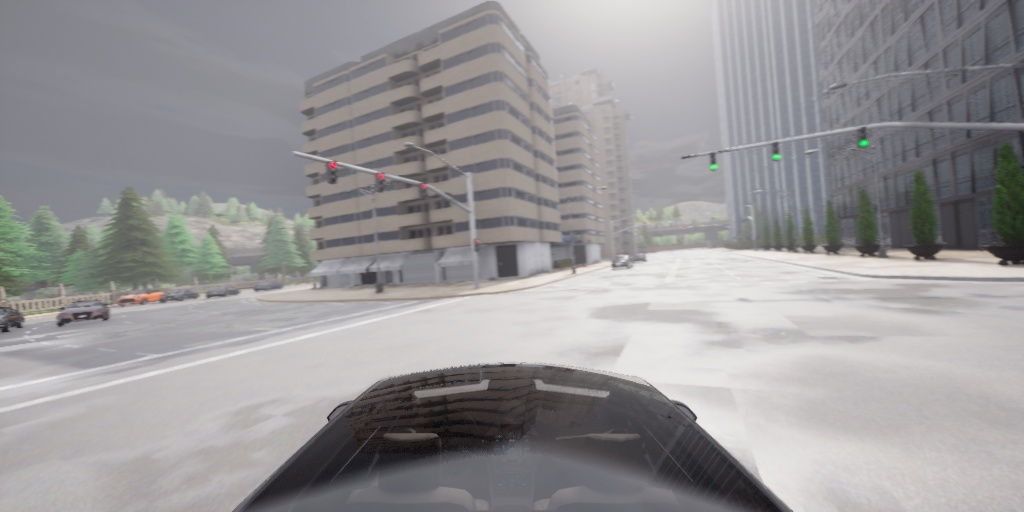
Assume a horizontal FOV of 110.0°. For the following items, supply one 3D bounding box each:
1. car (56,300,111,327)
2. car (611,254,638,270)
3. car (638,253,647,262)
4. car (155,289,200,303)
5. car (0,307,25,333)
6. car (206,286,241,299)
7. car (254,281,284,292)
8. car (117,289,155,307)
[{"bbox_3d":[-26.935,3.519,22.668,4.181,1.385,1.994,-5,-1,44],"label":"car"},{"bbox_3d":[12.183,0.643,39.634,2.128,1.511,4.902,-5,-1,26],"label":"car"},{"bbox_3d":[19.292,0.289,54.296,1.994,1.385,4.181,-5,-1,26],"label":"car"},{"bbox_3d":[-38.329,4.547,41.468,1.994,1.385,4.181,-4,-1,-15],"label":"car"},{"bbox_3d":[-30.116,3.730,20.707,5.357,1.411,2.033,-5,-1,45],"label":"car"},{"bbox_3d":[-34.841,4.294,43.372,1.994,1.385,4.181,-4,0,-13],"label":"car"},{"bbox_3d":[-36.164,4.477,53.424,1.994,1.385,4.181,-4,0,4],"label":"car"},{"bbox_3d":[-41.635,4.575,40.335,2.097,1.767,4.553,-4,0,-16],"label":"car"}]
